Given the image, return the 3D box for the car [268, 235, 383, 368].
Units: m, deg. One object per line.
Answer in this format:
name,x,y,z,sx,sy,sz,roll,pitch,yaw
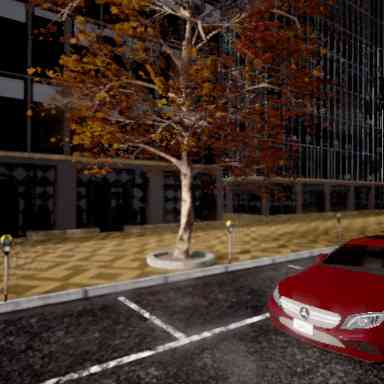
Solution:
car,3.372,1.536,5.783,4.674,1.442,1.812,0,0,-35
